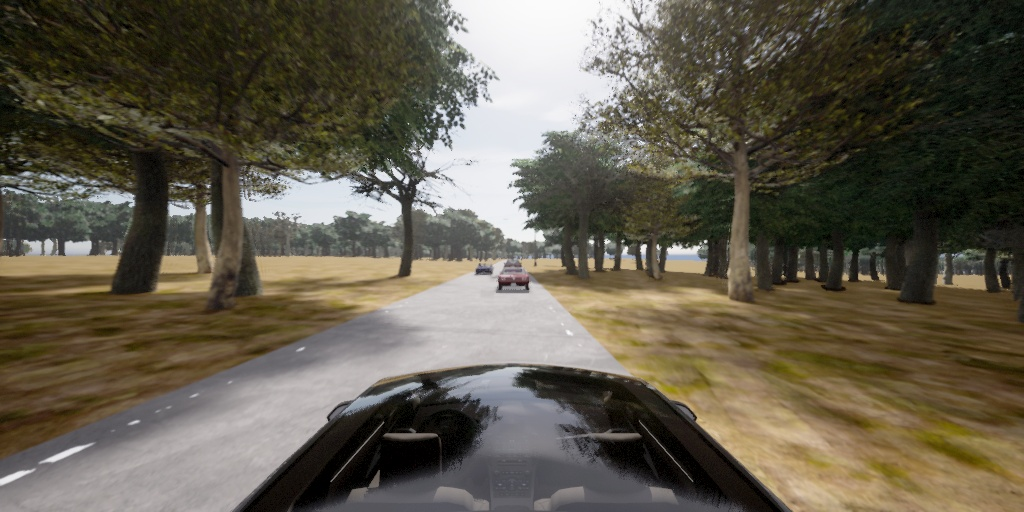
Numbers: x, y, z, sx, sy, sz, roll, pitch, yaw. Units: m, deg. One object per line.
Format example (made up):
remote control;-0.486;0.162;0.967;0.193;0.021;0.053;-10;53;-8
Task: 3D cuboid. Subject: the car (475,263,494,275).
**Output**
car;-3.001;1.450;39.791;1.895;1.301;4.718;0;0;0

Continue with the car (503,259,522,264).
car;0.100;1.139;40.679;2.097;1.767;4.553;0;0;0

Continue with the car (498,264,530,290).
car;0.101;1.363;22.823;1.895;1.301;4.718;0;0;0
